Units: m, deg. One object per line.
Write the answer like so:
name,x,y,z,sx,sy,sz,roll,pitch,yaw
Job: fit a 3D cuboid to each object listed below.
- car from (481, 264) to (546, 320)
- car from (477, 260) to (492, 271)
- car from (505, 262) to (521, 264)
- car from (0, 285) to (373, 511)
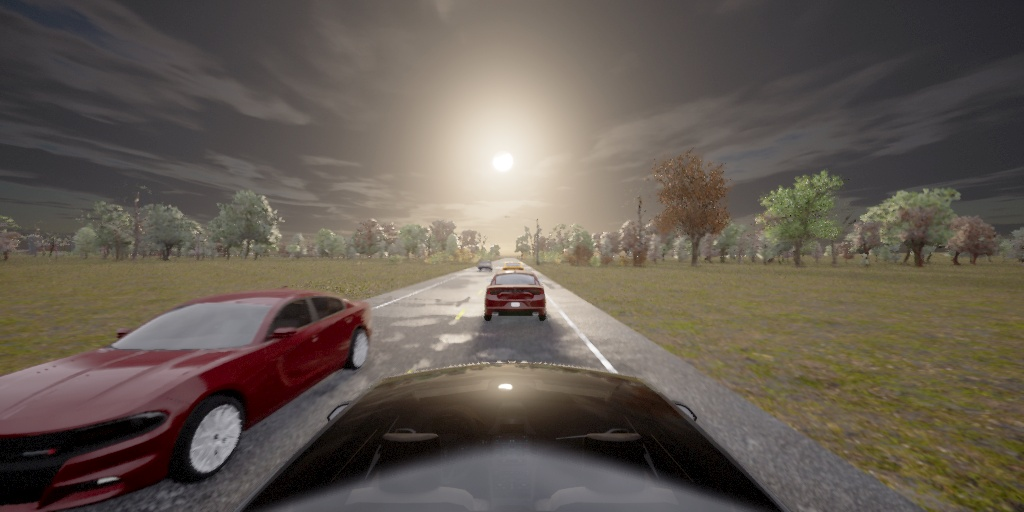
car,0.099,1.229,12.678,1.882,1.535,5.008,0,0,0
car,-3.579,1.303,48.707,2.033,1.411,5.357,0,0,0
car,0.098,1.231,31.071,1.882,1.535,5.008,0,0,0
car,-3.600,1.228,4.870,1.882,1.535,5.008,0,0,0
